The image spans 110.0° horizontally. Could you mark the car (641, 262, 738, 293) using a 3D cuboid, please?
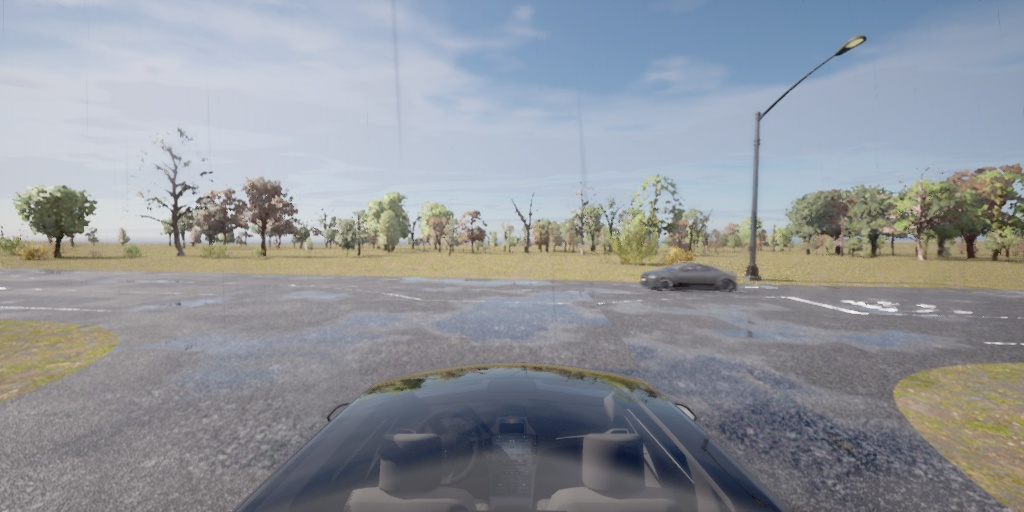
[{"bbox_3d":[8.492,1.009,17.427,4.181,1.385,1.994,1,2,7],"label":"car"}]
